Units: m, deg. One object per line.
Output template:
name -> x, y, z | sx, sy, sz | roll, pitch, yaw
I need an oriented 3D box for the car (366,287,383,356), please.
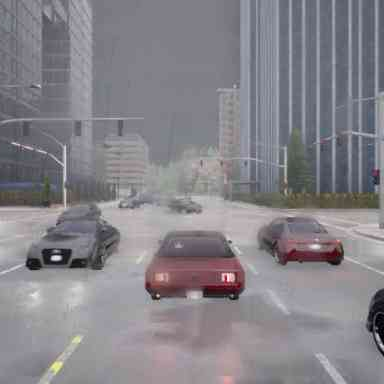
car -> 3.609, 1.564, 3.275 | 1.994, 1.385, 4.181 | 0, 0, -1

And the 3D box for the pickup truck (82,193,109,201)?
pickup truck -> -21.167, 1.058, 73.386 | 2.390, 2.098, 6.274 | 0, 0, 30

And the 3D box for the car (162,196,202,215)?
car -> -0.850, 1.505, 34.057 | 1.837, 1.490, 4.892 | -2, 1, -34

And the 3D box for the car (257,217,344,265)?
car -> 3.581, 1.564, 11.686 | 1.994, 1.385, 4.181 | 0, 0, 0

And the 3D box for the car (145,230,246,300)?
car -> 0.074, 1.601, 8.329 | 1.895, 1.301, 4.718 | 0, 0, 0

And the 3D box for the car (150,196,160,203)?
car -> -8.036, 1.524, 72.793 | 1.812, 1.442, 4.674 | 0, 0, -1

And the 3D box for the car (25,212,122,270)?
car -> -3.600, 1.564, 10.821 | 1.994, 1.385, 4.181 | 0, 0, 0

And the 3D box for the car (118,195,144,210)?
car -> -8.074, 1.491, 42.991 | 2.128, 1.511, 4.902 | 0, 0, 4

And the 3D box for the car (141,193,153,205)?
car -> -7.897, 1.217, 57.662 | 2.150, 2.045, 5.566 | 0, 1, 0

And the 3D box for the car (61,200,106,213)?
car -> -7.219, 1.505, 21.786 | 1.837, 1.490, 4.892 | 0, 0, -1

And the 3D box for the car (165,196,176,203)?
car -> -4.487, 1.547, 69.328 | 2.033, 1.411, 5.357 | 0, 0, -1

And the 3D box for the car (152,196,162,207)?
car -> -4.308, 1.492, 50.222 | 2.128, 1.511, 4.902 | 0, 0, -1
